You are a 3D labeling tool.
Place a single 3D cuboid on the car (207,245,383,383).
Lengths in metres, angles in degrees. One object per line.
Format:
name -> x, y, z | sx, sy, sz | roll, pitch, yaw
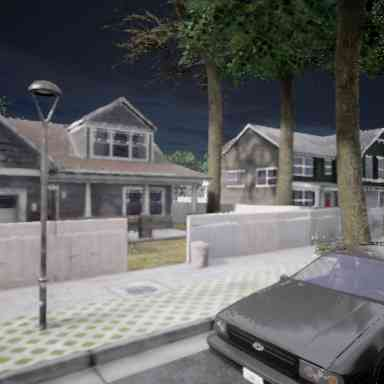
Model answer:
car -> 2.819, 1.572, 5.019 | 5.357, 1.411, 2.033 | 0, 0, -35
